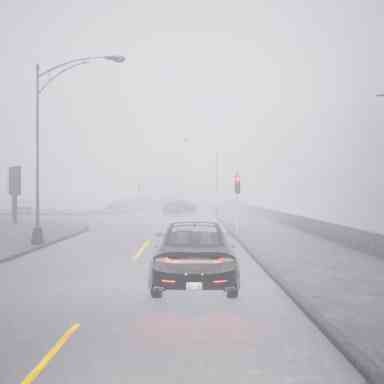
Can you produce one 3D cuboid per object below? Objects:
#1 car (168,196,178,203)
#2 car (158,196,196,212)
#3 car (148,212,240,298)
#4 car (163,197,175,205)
[{"bbox_3d":[-4.029,1.550,70.343,1.994,1.385,4.181,0,0,0],"label":"car"},{"bbox_3d":[-1.209,1.490,33.216,2.128,1.511,4.902,1,0,26],"label":"car"},{"bbox_3d":[0.059,1.491,8.469,2.128,1.511,4.902,0,0,0],"label":"car"},{"bbox_3d":[-4.094,1.599,60.526,1.895,1.301,4.718,0,0,0],"label":"car"}]
